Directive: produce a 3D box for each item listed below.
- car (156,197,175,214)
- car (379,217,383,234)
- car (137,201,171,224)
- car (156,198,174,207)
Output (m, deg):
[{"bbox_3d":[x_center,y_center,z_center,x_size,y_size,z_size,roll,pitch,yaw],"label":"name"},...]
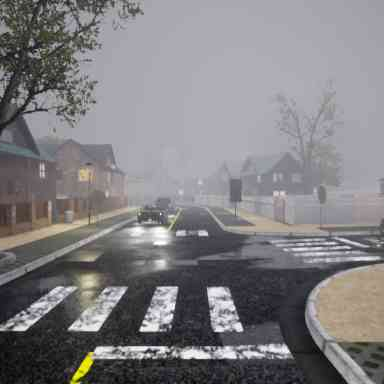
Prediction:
[{"bbox_3d":[-2.923,1.335,34.640,2.097,1.767,4.553,0,0,-1],"label":"car"},{"bbox_3d":[10.506,1.066,14.080,4.553,1.767,2.097,-1,0,0],"label":"car"},{"bbox_3d":[-2.854,1.589,24.835,1.895,1.301,4.718,0,0,0],"label":"car"},{"bbox_3d":[-4.250,1.639,51.739,1.895,1.301,4.718,0,0,-14],"label":"car"}]
